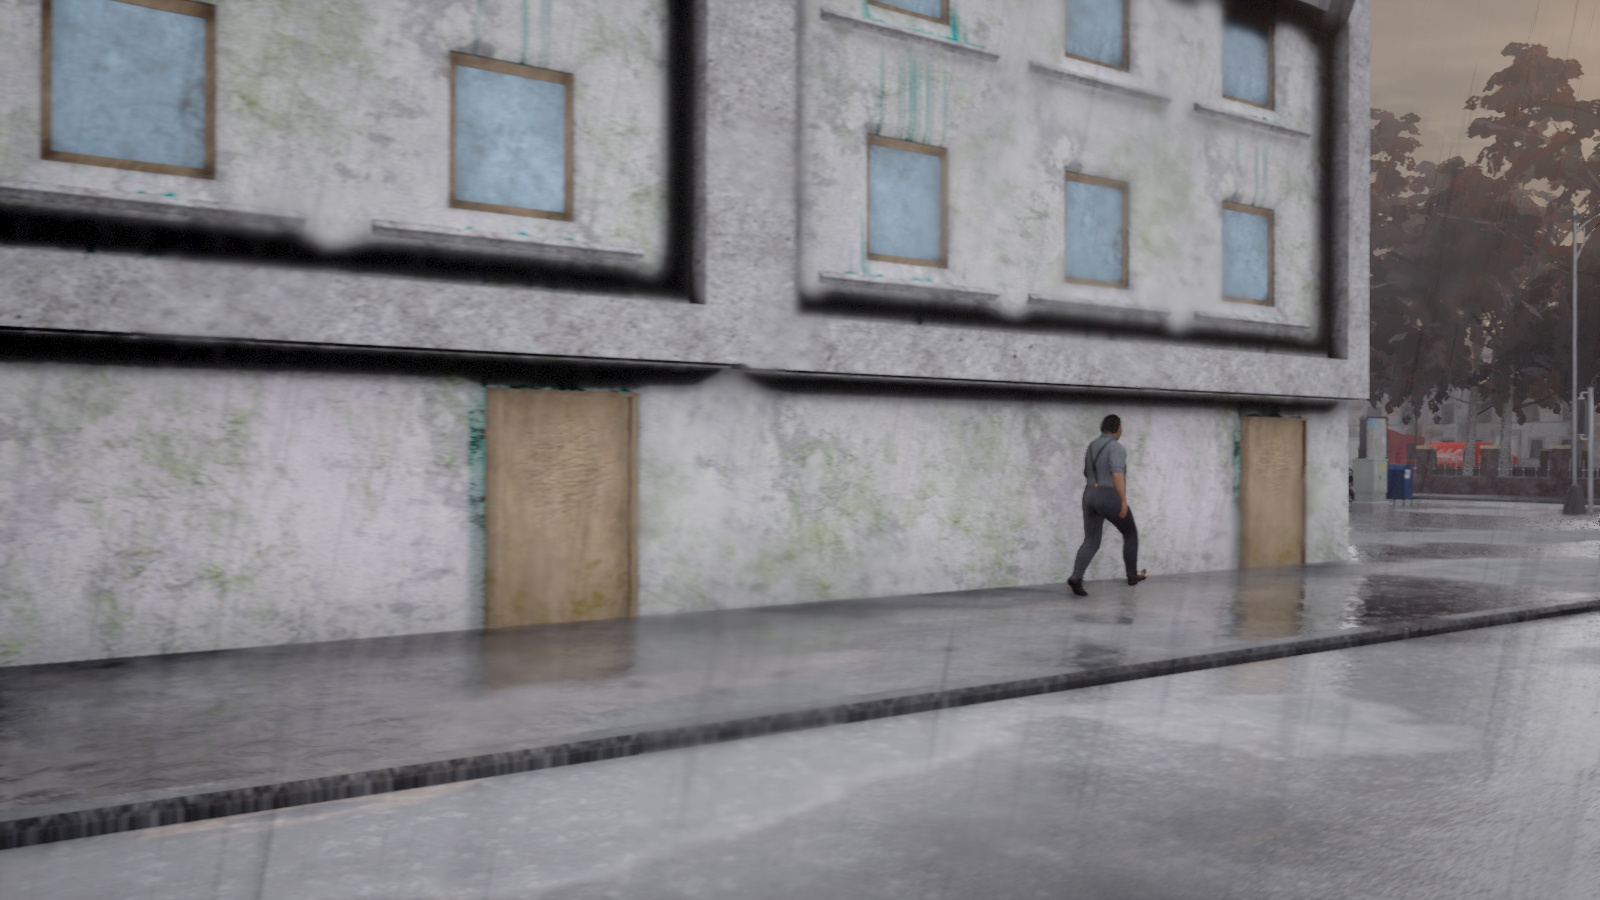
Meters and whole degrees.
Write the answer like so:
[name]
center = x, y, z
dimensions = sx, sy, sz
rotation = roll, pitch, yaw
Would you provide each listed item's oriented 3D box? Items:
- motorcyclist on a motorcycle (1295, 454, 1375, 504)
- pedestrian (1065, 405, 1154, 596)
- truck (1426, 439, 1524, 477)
[motorcyclist on a motorcycle]
center = 16.813, 0.899, 39.546
dimensions = 0.866, 1.530, 2.191
rotation = 0, 0, -35
[pedestrian]
center = 3.094, 0.494, 12.571
dimensions = 0.694, 1.848, 0.540
rotation = 0, 0, -35
[truck]
center = 45.441, 0.505, 84.609
dimensions = 2.627, 2.467, 5.204
rotation = 0, 0, -35
